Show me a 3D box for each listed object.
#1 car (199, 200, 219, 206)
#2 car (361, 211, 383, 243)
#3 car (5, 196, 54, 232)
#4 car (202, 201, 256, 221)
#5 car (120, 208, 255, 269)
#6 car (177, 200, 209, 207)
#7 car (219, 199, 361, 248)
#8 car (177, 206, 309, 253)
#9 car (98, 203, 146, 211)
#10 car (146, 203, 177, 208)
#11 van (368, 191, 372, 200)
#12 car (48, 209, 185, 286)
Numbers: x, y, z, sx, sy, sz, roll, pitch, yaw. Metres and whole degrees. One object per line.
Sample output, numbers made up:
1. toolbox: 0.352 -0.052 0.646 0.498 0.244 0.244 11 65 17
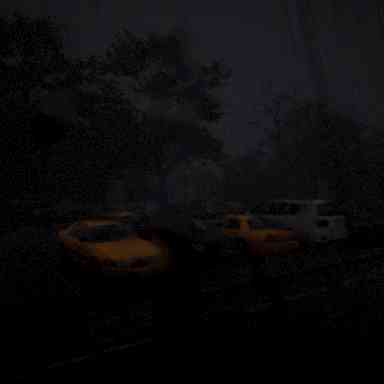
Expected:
1. car: 0.982 1.500 28.755 2.185 1.767 4.553 1 0 -35
2. car: 6.369 1.611 16.517 2.097 1.535 5.008 0 0 -35
3. car: -10.231 1.276 20.841 2.435 2.045 5.566 1 0 -35
4. car: 3.266 1.646 30.322 2.097 1.535 5.008 0 0 -35
5. car: -0.437 1.552 11.716 2.231 1.521 4.892 0 0 -35
6. car: -1.146 1.637 27.180 2.163 1.488 4.792 0 0 -35
7. car: 4.089 1.340 14.936 2.435 2.045 5.566 1 0 -35
8. car: 1.728 1.568 13.463 1.946 1.575 5.366 1 0 -35
9. car: -5.583 1.564 23.858 1.946 1.575 5.366 1 0 -35
10. car: -3.425 1.627 25.605 2.002 1.452 4.674 1 0 -35
11. van: 25.323 0.831 46.058 1.878 1.987 4.442 0 1 -35
12. car: -2.594 1.528 9.959 1.946 1.575 5.366 1 0 -35
